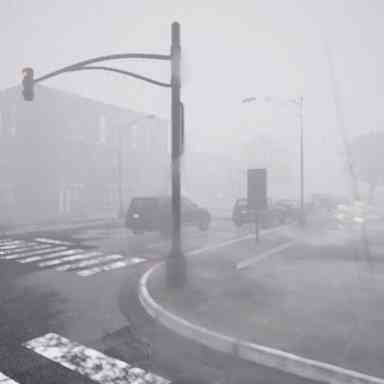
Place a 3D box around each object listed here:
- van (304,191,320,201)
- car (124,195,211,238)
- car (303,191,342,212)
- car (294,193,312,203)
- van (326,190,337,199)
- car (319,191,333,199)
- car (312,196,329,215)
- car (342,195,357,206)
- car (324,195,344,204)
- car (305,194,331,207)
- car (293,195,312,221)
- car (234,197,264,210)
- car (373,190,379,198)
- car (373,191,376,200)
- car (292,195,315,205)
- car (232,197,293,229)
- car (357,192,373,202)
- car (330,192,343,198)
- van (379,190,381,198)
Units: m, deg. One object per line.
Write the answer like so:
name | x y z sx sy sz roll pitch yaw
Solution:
van | 22.496 0.744 62.274 1.690 1.788 3.998 1 1 34
car | -1.123 1.189 17.855 2.150 2.045 5.566 0 1 34
car | 13.721 1.013 34.696 2.192 1.841 5.009 1 1 34
car | 19.262 0.996 57.568 1.752 1.417 4.829 1 1 34
van | 31.910 0.544 75.981 1.690 1.788 3.998 1 1 34
car | 28.772 0.709 71.414 1.967 1.590 4.097 1 1 34
car | 10.583 1.314 30.130 2.008 1.369 4.403 1 1 34
car | 19.997 1.134 43.837 1.947 1.339 4.313 1 1 34
car | 22.111 1.088 51.683 1.895 1.301 4.718 0 1 34
car | 16.542 1.082 43.479 1.882 1.535 5.008 0 1 35
car | 7.444 1.268 25.559 1.967 1.590 4.097 1 1 34
car | 6.806 1.296 39.434 1.947 1.339 4.313 1 1 34
car | 35.783 0.761 66.820 1.752 1.417 4.829 1 1 34
car | 32.549 0.886 62.112 1.802 1.307 4.206 1 1 34
car | 16.302 1.170 48.524 1.895 1.301 4.718 0 1 34
car | 4.306 1.207 20.988 2.192 1.841 5.009 1 1 34
car | 29.411 0.921 57.542 2.008 1.369 4.403 1 1 34
car | 35.048 0.686 80.553 2.008 1.369 4.403 1 1 34
van | 41.963 0.444 75.816 1.690 1.788 3.998 1 1 34
